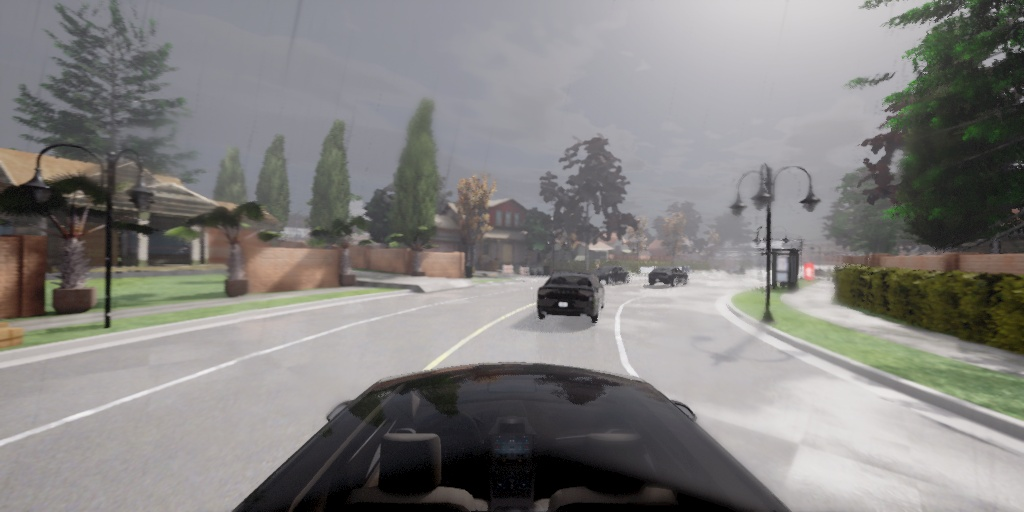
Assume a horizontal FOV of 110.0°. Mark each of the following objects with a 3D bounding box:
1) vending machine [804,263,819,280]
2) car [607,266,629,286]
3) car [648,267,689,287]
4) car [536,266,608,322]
[{"bbox_3d":[33.732,1.806,40.664,1.100,2.100,0.880,0,0,44],"label":"vending machine"},{"bbox_3d":[7.726,1.520,28.748,1.837,1.490,4.892,0,-1,42],"label":"car"},{"bbox_3d":[12.416,1.605,28.307,1.837,1.490,4.892,0,-1,43],"label":"car"},{"bbox_3d":[2.234,1.281,12.770,1.882,1.535,5.008,0,0,18],"label":"car"}]
